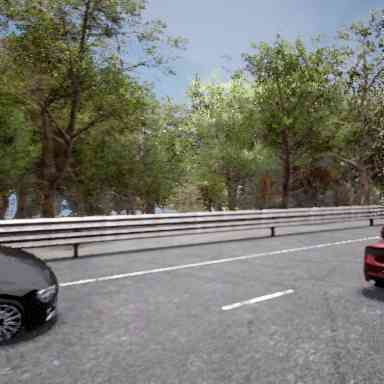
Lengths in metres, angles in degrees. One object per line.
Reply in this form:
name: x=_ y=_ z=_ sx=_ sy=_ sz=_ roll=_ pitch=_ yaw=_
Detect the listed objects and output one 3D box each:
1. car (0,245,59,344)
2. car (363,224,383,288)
car: x=-4.380 y=1.134 z=4.627 sx=4.902 sy=1.511 sz=2.128 roll=11 pitch=6 yaw=-37
car: x=6.174 y=1.514 z=8.109 sx=5.008 sy=1.535 sz=1.882 roll=0 pitch=0 yaw=-35
